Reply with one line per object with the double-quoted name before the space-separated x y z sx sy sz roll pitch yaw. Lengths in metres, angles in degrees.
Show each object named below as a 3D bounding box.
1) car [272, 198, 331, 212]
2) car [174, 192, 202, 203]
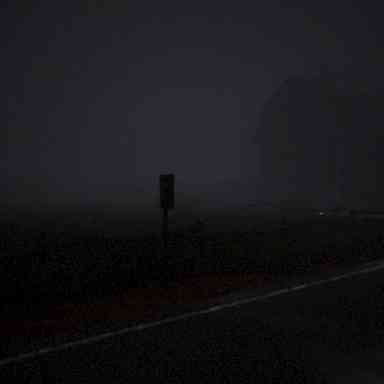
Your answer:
"car" 8.683 1.240 26.516 1.837 1.490 4.892 0 1 -36
"car" -0.773 0.744 39.386 1.882 1.535 5.008 0 1 -37
